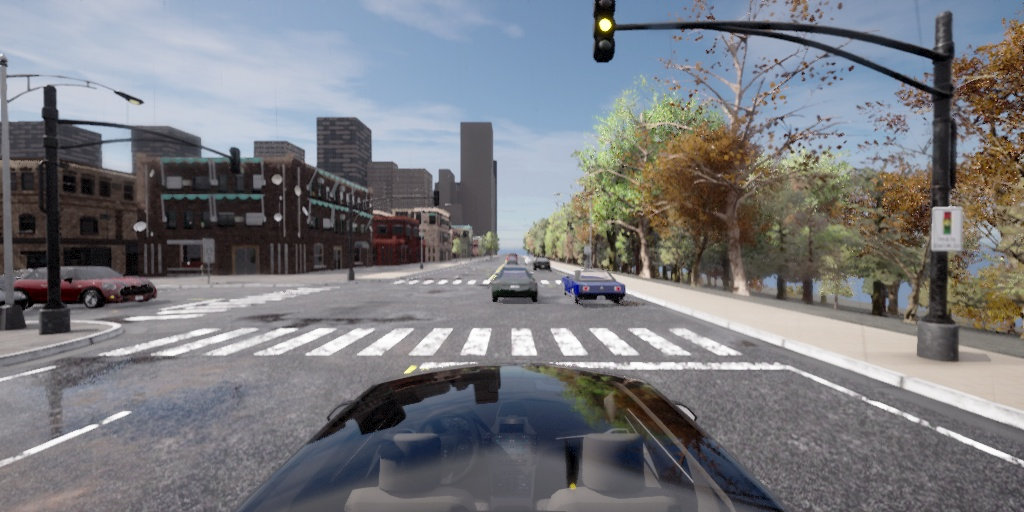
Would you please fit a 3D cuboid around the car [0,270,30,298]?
[{"bbox_3d":[-28.326,1.493,18.501,4.181,1.385,1.994,-1,1,0],"label":"car"}]

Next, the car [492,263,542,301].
[{"bbox_3d":[0.115,1.215,16.660,1.994,1.385,4.181,0,0,0],"label":"car"}]

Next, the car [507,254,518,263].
[{"bbox_3d":[0.066,0.885,62.567,2.033,1.411,5.357,0,0,0],"label":"car"}]

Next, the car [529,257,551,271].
[{"bbox_3d":[3.394,0.957,41.781,1.882,1.535,5.008,0,0,0],"label":"car"}]

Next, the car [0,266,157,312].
[{"bbox_3d":[-18.016,1.216,15.231,4.553,1.767,2.097,-1,1,2],"label":"car"}]

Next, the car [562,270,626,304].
[{"bbox_3d":[3.365,1.258,15.705,1.895,1.301,4.718,0,0,0],"label":"car"}]
